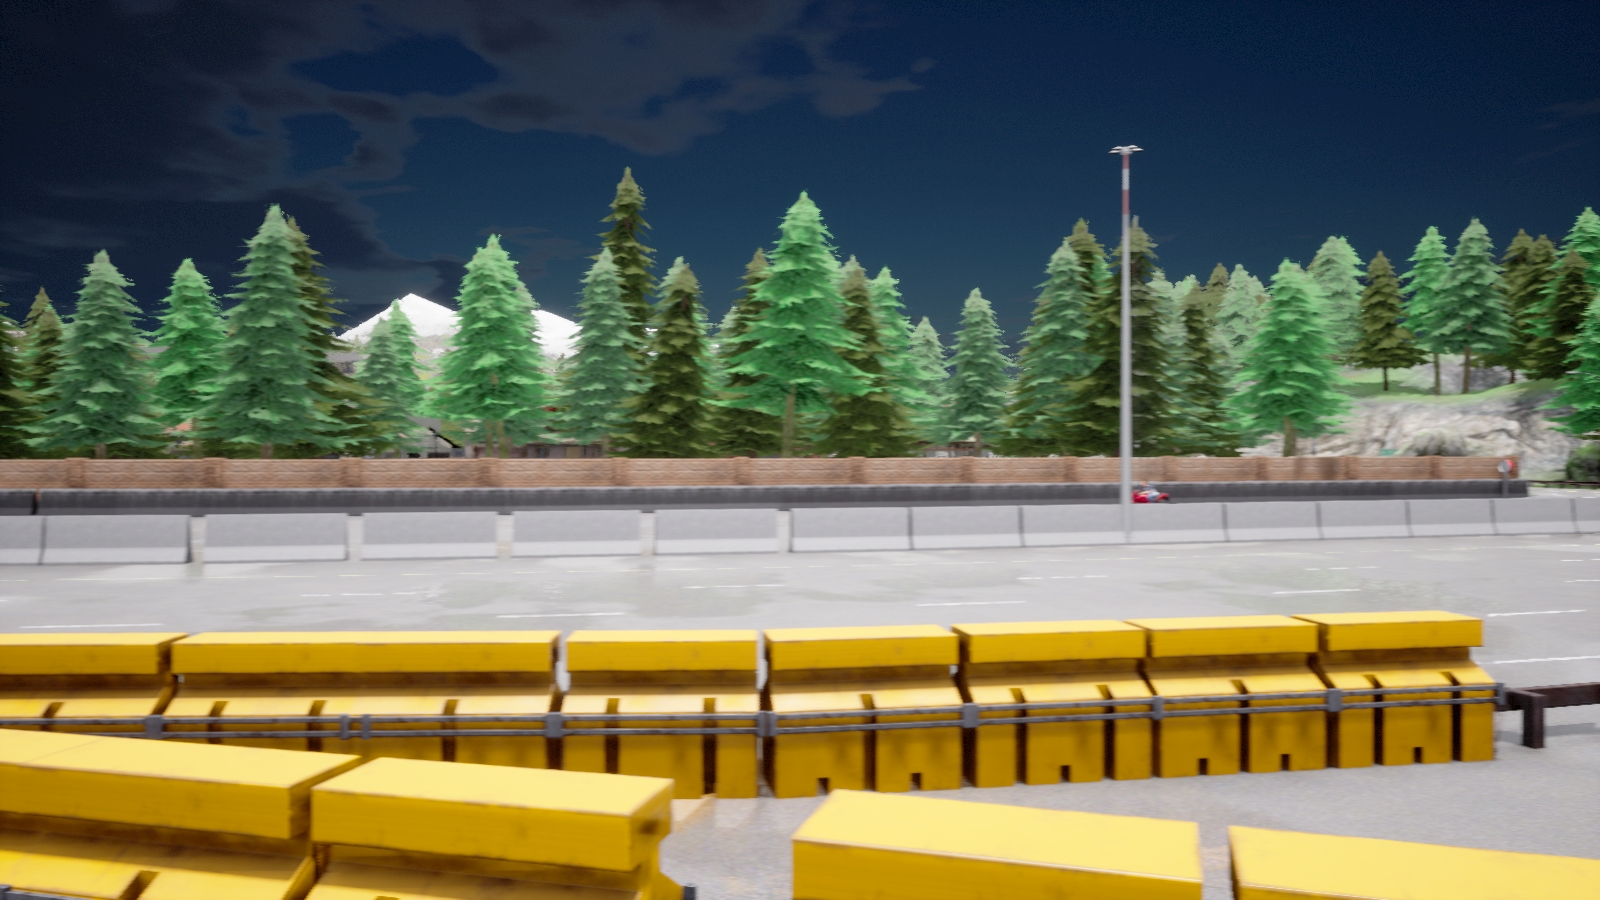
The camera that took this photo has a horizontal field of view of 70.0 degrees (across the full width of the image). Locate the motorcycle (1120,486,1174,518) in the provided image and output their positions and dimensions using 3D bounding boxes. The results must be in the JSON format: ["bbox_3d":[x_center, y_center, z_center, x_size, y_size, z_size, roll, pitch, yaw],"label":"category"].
[{"bbox_3d":[14.362,2.144,47.324,2.033,1.217,0.803,0,0,-16],"label":"motorcycle"}]
